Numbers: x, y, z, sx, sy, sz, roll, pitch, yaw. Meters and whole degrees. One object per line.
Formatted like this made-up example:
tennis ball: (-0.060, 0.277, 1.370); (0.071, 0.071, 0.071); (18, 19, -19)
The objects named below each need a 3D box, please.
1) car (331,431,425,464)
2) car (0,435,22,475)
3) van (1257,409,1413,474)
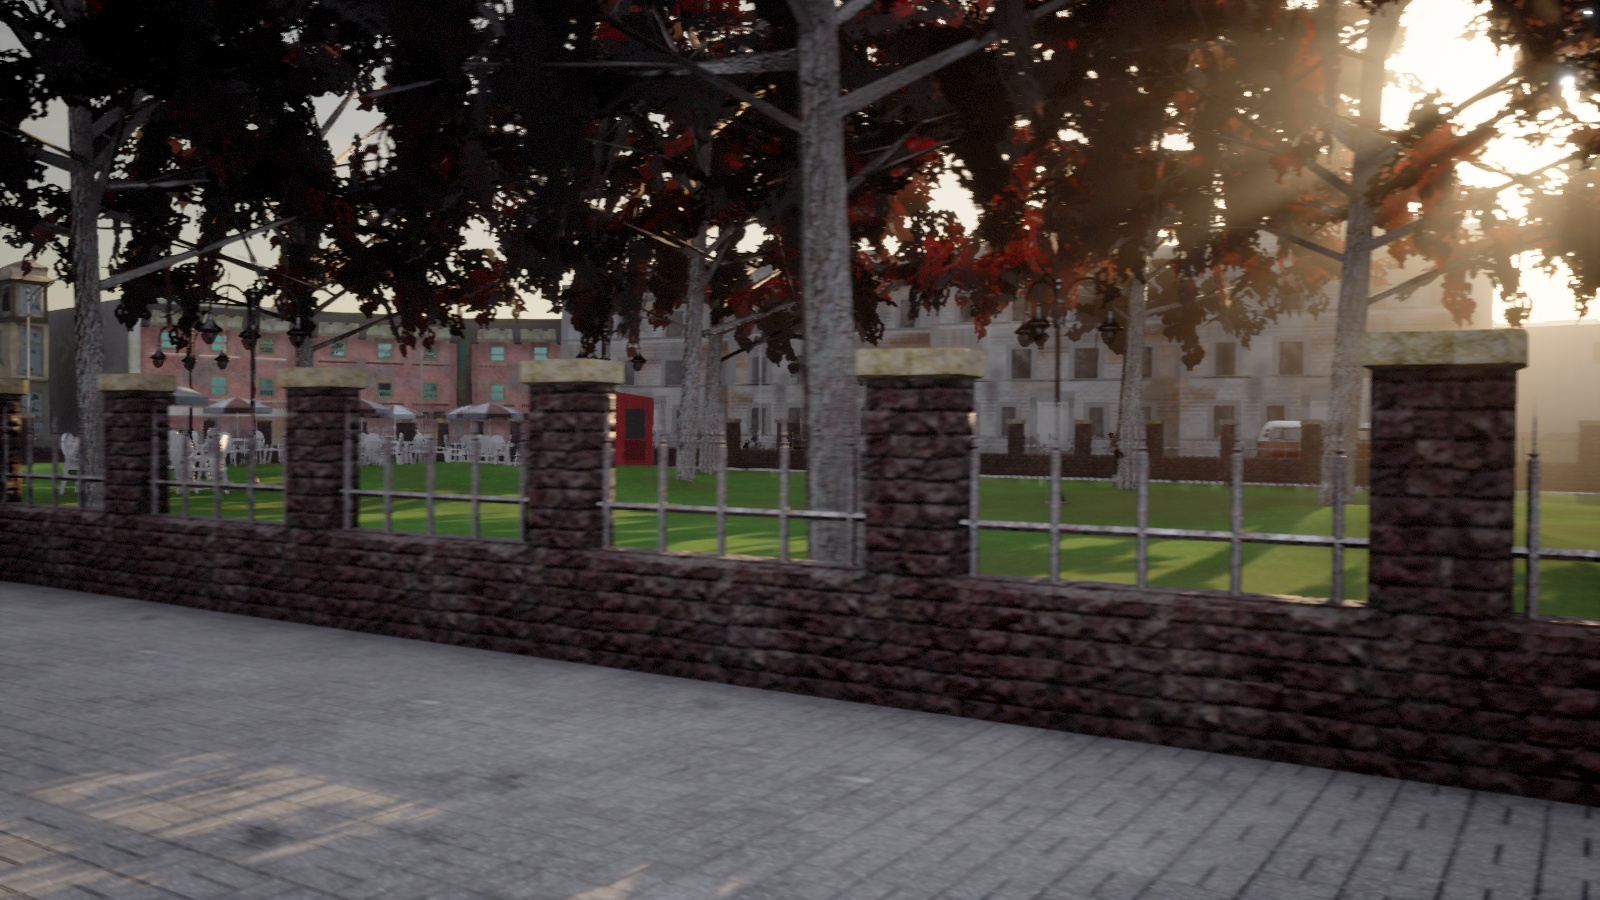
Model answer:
car: (-22.204, -0.132, 66.136); (4.611, 1.667, 2.242); (-1, 1, -19)
car: (-34.102, 0.240, 50.819); (1.851, 1.617, 3.988); (0, 1, 33)
van: (17.784, -0.285, 41.799); (4.480, 2.038, 2.069); (0, 1, 33)
